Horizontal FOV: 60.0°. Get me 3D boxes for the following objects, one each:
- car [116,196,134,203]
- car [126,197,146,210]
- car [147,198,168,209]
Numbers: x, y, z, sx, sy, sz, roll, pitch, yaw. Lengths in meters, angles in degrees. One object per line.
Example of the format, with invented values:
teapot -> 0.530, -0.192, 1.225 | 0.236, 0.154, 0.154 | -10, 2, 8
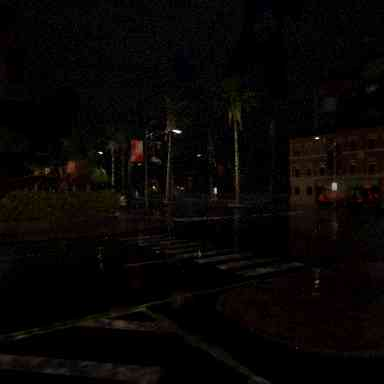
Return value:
car -> -13.876, 1.522, 68.680 | 1.812, 1.442, 4.674 | 0, 0, -39
car -> -7.797, 1.564, 41.935 | 1.994, 1.385, 4.181 | 0, 0, -35
car -> -5.345, 1.547, 44.536 | 2.033, 1.411, 5.357 | 0, 0, -35
